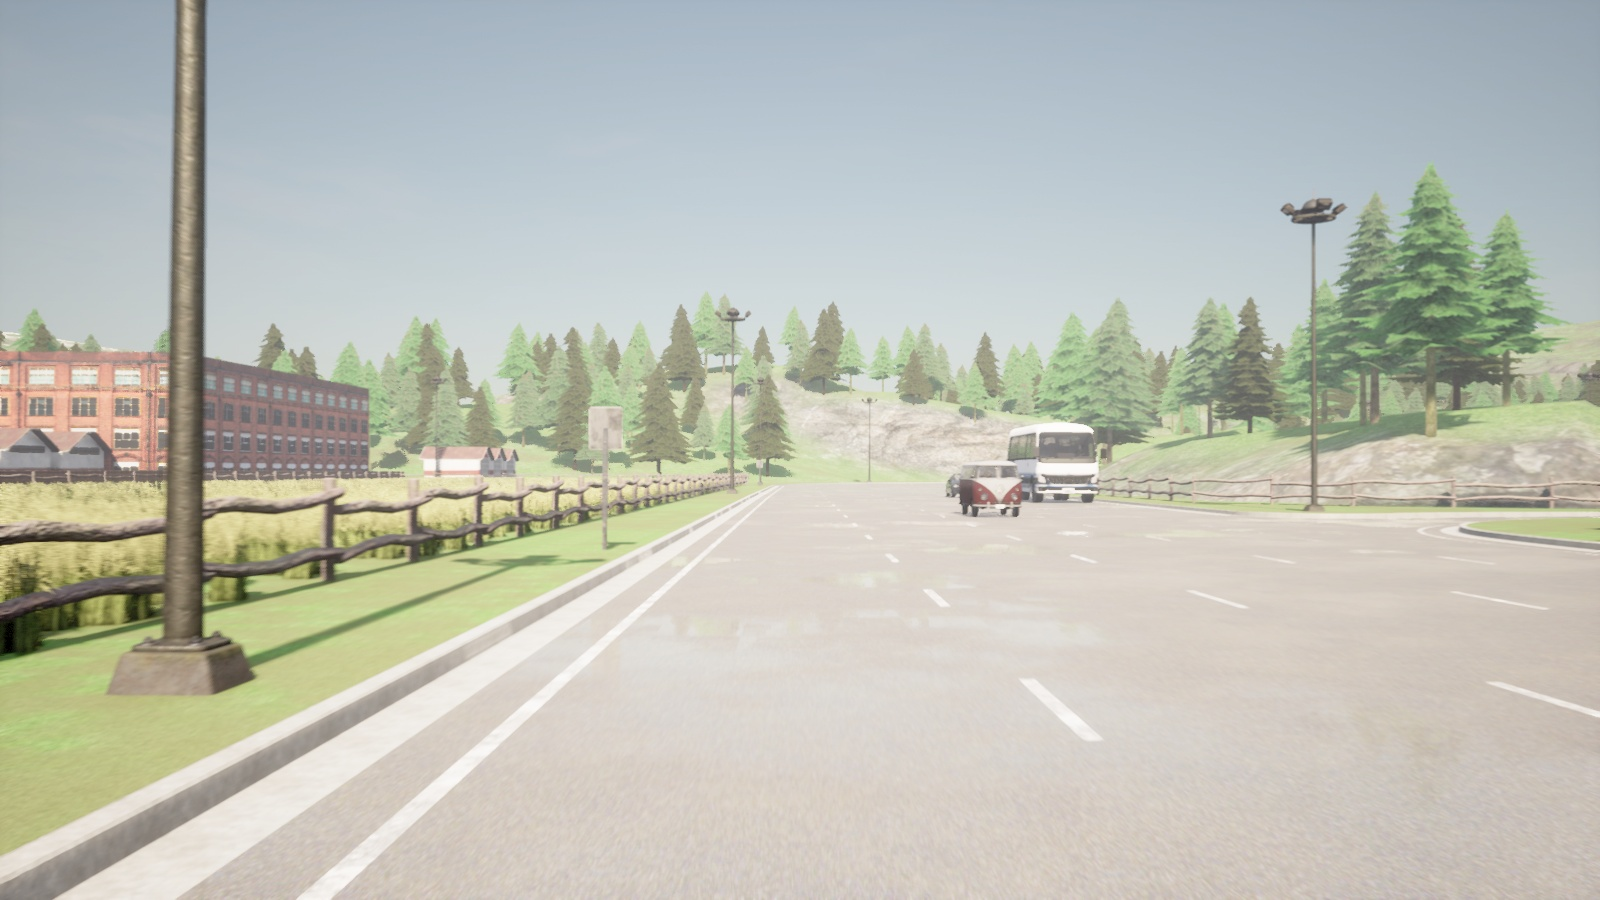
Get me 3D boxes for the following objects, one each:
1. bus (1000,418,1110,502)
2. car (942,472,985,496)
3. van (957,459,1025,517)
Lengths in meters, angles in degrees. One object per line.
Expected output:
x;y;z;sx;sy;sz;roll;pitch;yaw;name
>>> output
13.823;0.605;69.247;3.944;4.253;10.273;0;-1;0;bus
10.330;2.135;79.652;2.128;1.511;4.902;0;-1;0;car
6.886;1.346;45.643;1.775;1.987;4.442;0;-1;0;van
